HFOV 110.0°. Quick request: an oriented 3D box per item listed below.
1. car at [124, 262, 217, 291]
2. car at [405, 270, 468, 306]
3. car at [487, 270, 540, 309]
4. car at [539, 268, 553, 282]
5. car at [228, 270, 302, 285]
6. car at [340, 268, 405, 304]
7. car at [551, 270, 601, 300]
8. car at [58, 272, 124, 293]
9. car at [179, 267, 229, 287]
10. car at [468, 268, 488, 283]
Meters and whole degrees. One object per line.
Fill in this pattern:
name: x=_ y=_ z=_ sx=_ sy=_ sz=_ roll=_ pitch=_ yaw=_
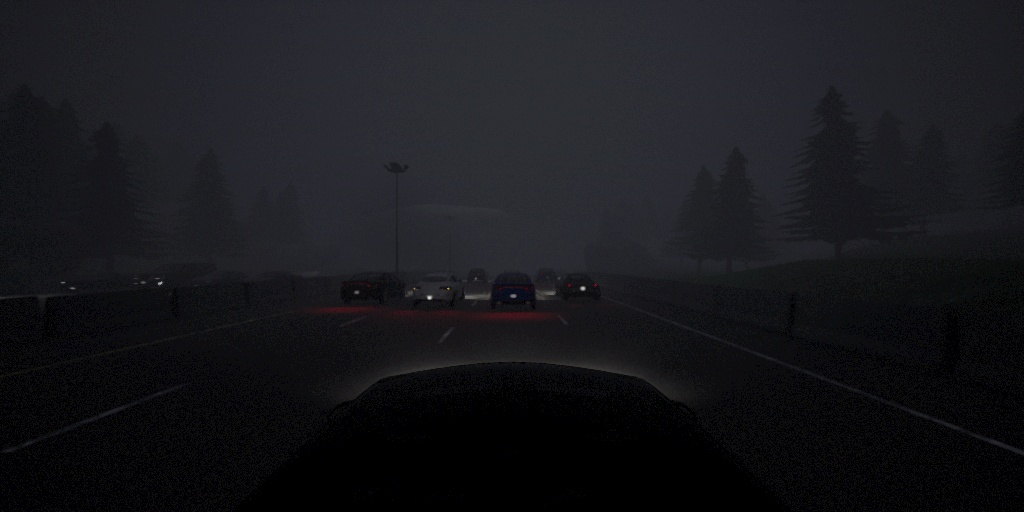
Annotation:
car: x=-24.670 y=1.472 z=26.744 sx=2.150 sy=2.045 sz=5.566 roll=0 pitch=-1 yaw=0
car: x=-3.447 y=1.550 z=17.287 sx=1.812 sy=1.442 sz=4.674 roll=0 pitch=-1 yaw=0
car: x=0.054 y=1.488 z=16.694 sx=1.882 sy=1.535 sz=5.008 roll=0 pitch=-1 yaw=0
car: x=3.495 y=1.998 z=37.584 sx=1.882 sy=1.535 sz=5.008 roll=0 pitch=-2 yaw=0
car: x=-17.670 y=1.788 z=26.510 sx=2.033 sy=1.411 sz=5.357 roll=0 pitch=-1 yaw=0
car: x=-6.949 y=1.530 z=18.507 sx=1.882 sy=1.535 sz=5.008 roll=0 pitch=-1 yaw=0
car: x=3.547 y=1.641 z=19.968 sx=1.994 sy=1.385 sz=4.181 roll=0 pitch=-1 yaw=0
car: x=-28.165 y=1.816 z=25.195 sx=1.895 sy=1.301 sz=4.718 roll=0 pitch=-1 yaw=0
car: x=-21.168 y=1.763 z=26.298 sx=1.812 sy=1.442 sz=4.674 roll=0 pitch=-1 yaw=0
car: x=-3.504 y=2.018 z=37.213 sx=1.837 sy=1.490 sz=4.892 roll=0 pitch=-2 yaw=0
